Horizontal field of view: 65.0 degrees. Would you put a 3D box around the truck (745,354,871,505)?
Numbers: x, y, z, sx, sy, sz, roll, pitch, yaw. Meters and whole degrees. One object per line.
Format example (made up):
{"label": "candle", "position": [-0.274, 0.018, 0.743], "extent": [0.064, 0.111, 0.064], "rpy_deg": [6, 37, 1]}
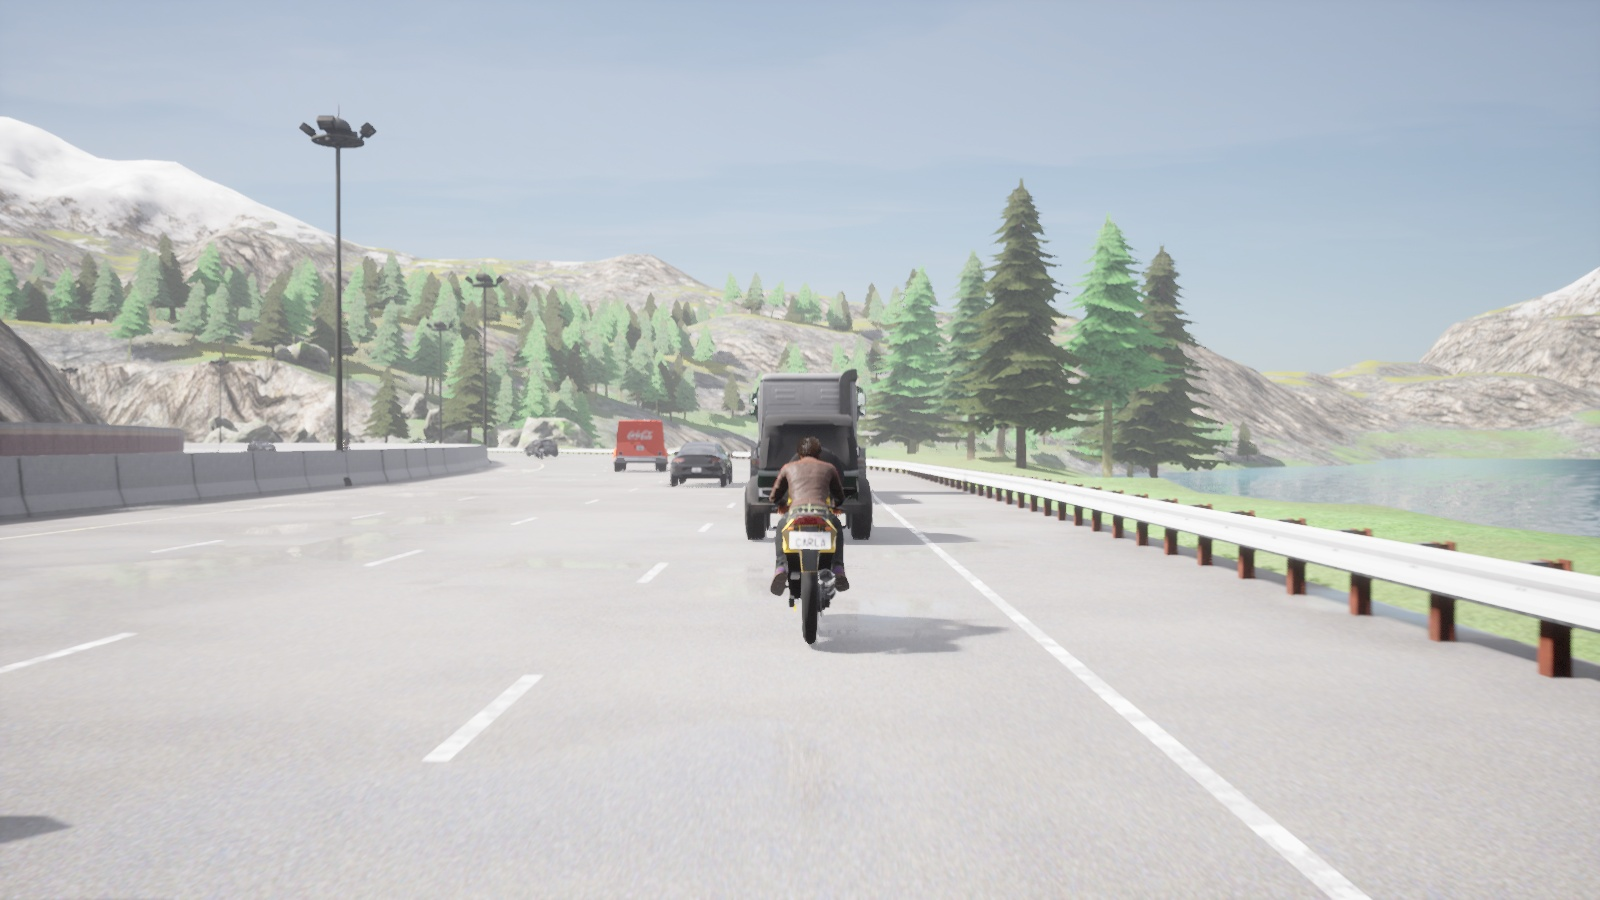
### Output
{"label": "truck", "position": [0.200, -0.506, 32.822], "extent": [2.891, 3.462, 7.936], "rpy_deg": [0, 0, 0]}

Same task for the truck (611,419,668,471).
{"label": "truck", "position": [-7.818, -0.253, 61.454], "extent": [2.627, 2.467, 5.204], "rpy_deg": [0, 0, -7]}

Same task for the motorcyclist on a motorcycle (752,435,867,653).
{"label": "motorcyclist on a motorcycle", "position": [0.071, 0.648, 9.763], "extent": [0.797, 1.523, 2.044], "rpy_deg": [0, 0, 0]}

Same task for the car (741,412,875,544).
{"label": "car", "position": [0.127, 0.379, 19.783], "extent": [1.905, 1.878, 3.866], "rpy_deg": [0, 0, 0]}

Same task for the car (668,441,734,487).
{"label": "car", "position": [-3.255, 0.424, 41.986], "extent": [1.812, 1.442, 4.674], "rpy_deg": [0, 0, 0]}
